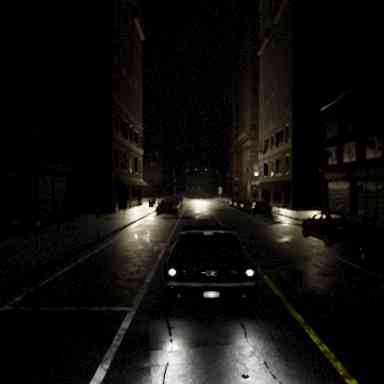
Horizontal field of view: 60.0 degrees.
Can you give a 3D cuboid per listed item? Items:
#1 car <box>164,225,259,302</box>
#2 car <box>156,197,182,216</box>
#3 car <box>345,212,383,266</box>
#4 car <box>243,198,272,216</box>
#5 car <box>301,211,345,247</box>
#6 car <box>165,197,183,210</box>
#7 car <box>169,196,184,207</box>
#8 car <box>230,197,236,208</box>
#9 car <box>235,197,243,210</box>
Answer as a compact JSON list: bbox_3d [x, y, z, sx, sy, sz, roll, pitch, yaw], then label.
[{"bbox_3d":[0.402,1.569,8.324,1.895,1.301,4.718,0,0,1],"label":"car"},{"bbox_3d":[-2.255,1.327,31.103,1.967,1.590,4.097,-1,0,0],"label":"car"},{"bbox_3d":[6.152,1.405,9.037,1.967,1.590,4.097,-1,0,0],"label":"car"},{"bbox_3d":[6.272,1.453,31.058,1.947,1.339,4.313,-1,0,0],"label":"car"},{"bbox_3d":[6.183,1.489,14.542,1.887,1.381,4.507,-1,0,0],"label":"car"},{"bbox_3d":[-2.194,1.401,42.113,2.008,1.369,4.403,-1,0,0],"label":"car"},{"bbox_3d":[-2.165,1.377,47.619,1.887,1.381,4.507,-1,0,0],"label":"car"},{"bbox_3d":[6.331,1.395,42.067,1.887,1.381,4.507,-1,0,0],"label":"car"},{"bbox_3d":[6.301,1.413,36.562,1.887,1.381,4.507,-1,0,0],"label":"car"}]
